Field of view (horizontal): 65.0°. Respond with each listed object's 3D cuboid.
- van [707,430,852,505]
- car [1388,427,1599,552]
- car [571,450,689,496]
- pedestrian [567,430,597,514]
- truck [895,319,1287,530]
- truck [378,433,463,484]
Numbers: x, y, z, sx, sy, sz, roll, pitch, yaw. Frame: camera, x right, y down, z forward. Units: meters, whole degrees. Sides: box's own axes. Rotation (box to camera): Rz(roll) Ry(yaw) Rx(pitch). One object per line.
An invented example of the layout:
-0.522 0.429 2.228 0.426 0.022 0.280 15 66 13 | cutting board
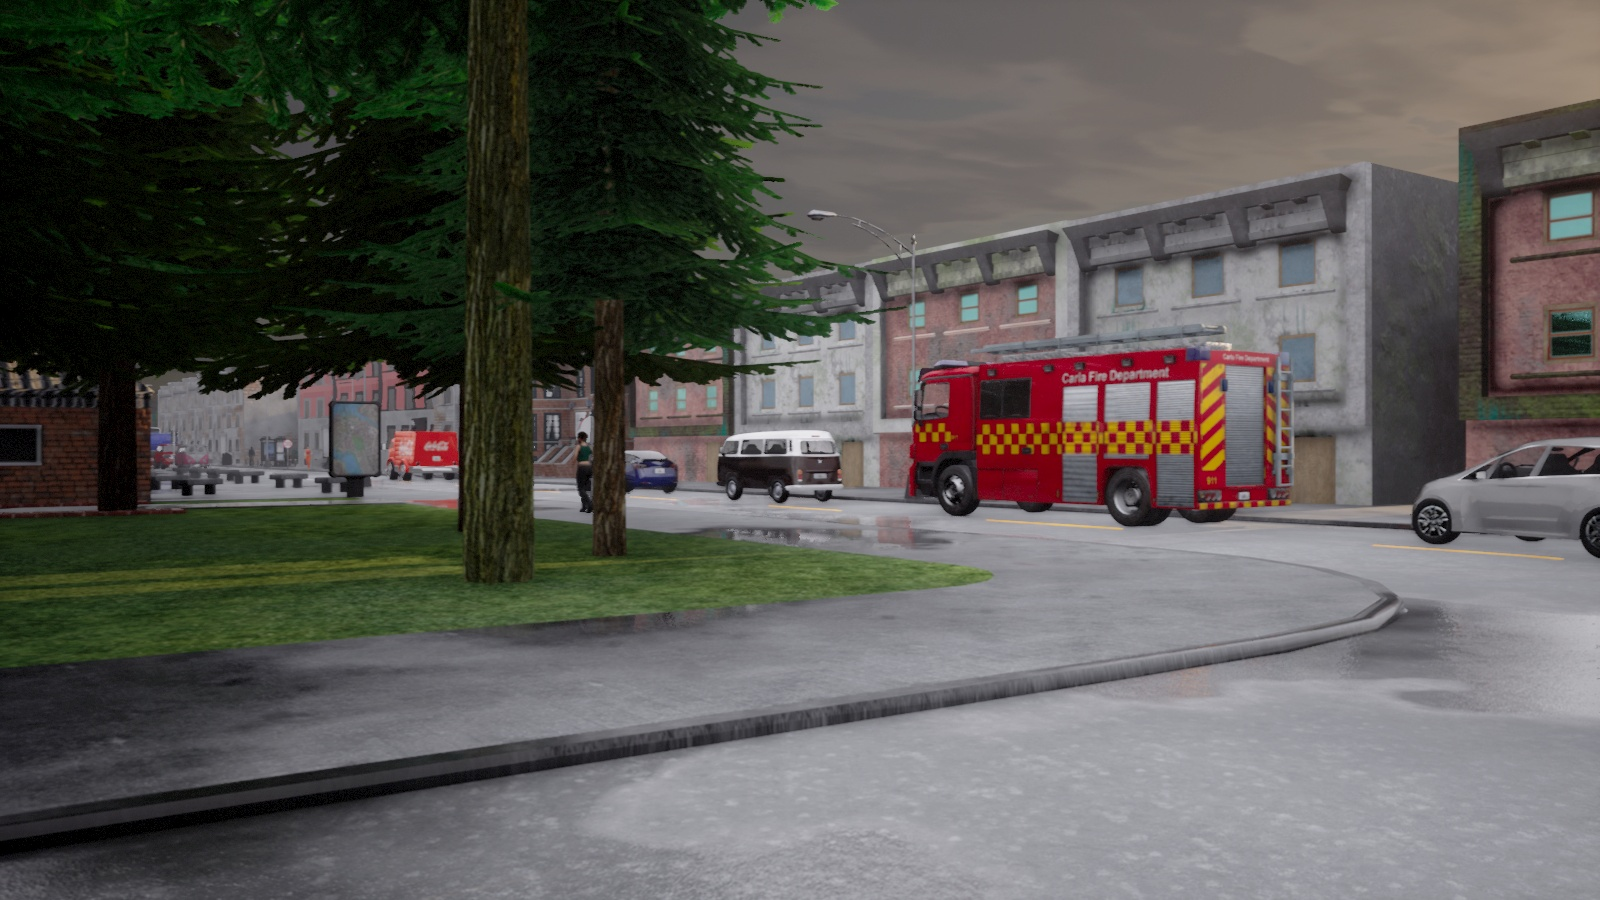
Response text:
-0.674 0.467 36.453 2.069 2.038 4.480 0 0 -34 | van
11.277 0.522 18.439 2.242 1.667 4.611 0 0 -17 | car
-6.055 0.773 44.281 2.163 1.488 4.792 0 0 -35 | car
-4.821 0.479 27.746 0.594 1.836 0.345 0 0 42 | pedestrian
5.855 -0.458 27.038 2.891 3.827 8.468 0 0 -35 | truck
-19.214 0.369 63.385 2.627 2.467 5.204 0 1 -35 | truck
